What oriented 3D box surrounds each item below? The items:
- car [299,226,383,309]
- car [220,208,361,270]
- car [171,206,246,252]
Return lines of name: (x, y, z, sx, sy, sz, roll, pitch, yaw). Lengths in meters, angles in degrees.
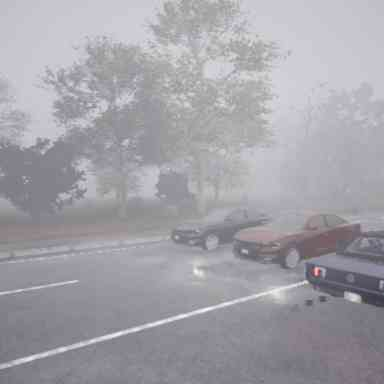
car: (4.590, 1.503, 7.037, 4.718, 1.301, 1.895, -1, 1, -35)
car: (3.518, 1.363, 10.807, 5.008, 1.535, 1.882, -1, 1, -35)
car: (1.483, 1.363, 13.654, 5.008, 1.535, 1.882, -1, 1, -36)
